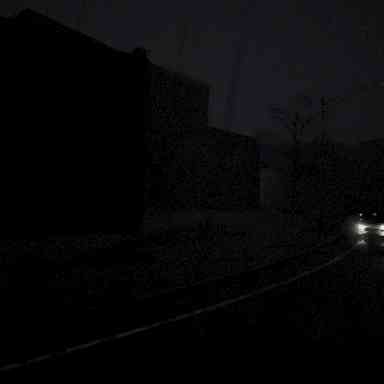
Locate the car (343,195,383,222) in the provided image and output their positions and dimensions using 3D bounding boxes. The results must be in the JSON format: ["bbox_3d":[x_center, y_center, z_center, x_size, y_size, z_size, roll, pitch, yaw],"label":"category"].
[{"bbox_3d":[14.325,1.318,27.835,2.150,2.045,5.566,1,0,11],"label":"car"}]
